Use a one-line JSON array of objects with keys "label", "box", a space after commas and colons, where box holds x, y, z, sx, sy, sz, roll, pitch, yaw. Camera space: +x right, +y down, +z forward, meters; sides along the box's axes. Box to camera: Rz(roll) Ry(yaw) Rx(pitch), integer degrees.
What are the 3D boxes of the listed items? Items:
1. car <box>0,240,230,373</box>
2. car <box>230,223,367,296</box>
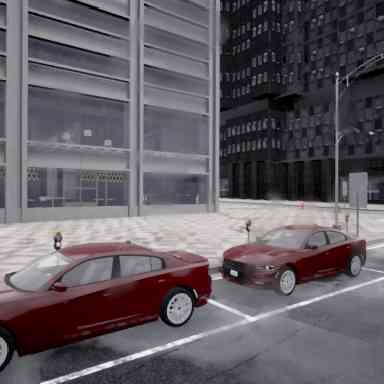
[{"label": "car", "box": [-1.739, 1.545, 5.426, 4.507, 1.381, 1.887, 0, 0, -36]}, {"label": "car", "box": [2.754, 1.545, 8.642, 4.507, 1.381, 1.887, 0, 0, -36]}]
